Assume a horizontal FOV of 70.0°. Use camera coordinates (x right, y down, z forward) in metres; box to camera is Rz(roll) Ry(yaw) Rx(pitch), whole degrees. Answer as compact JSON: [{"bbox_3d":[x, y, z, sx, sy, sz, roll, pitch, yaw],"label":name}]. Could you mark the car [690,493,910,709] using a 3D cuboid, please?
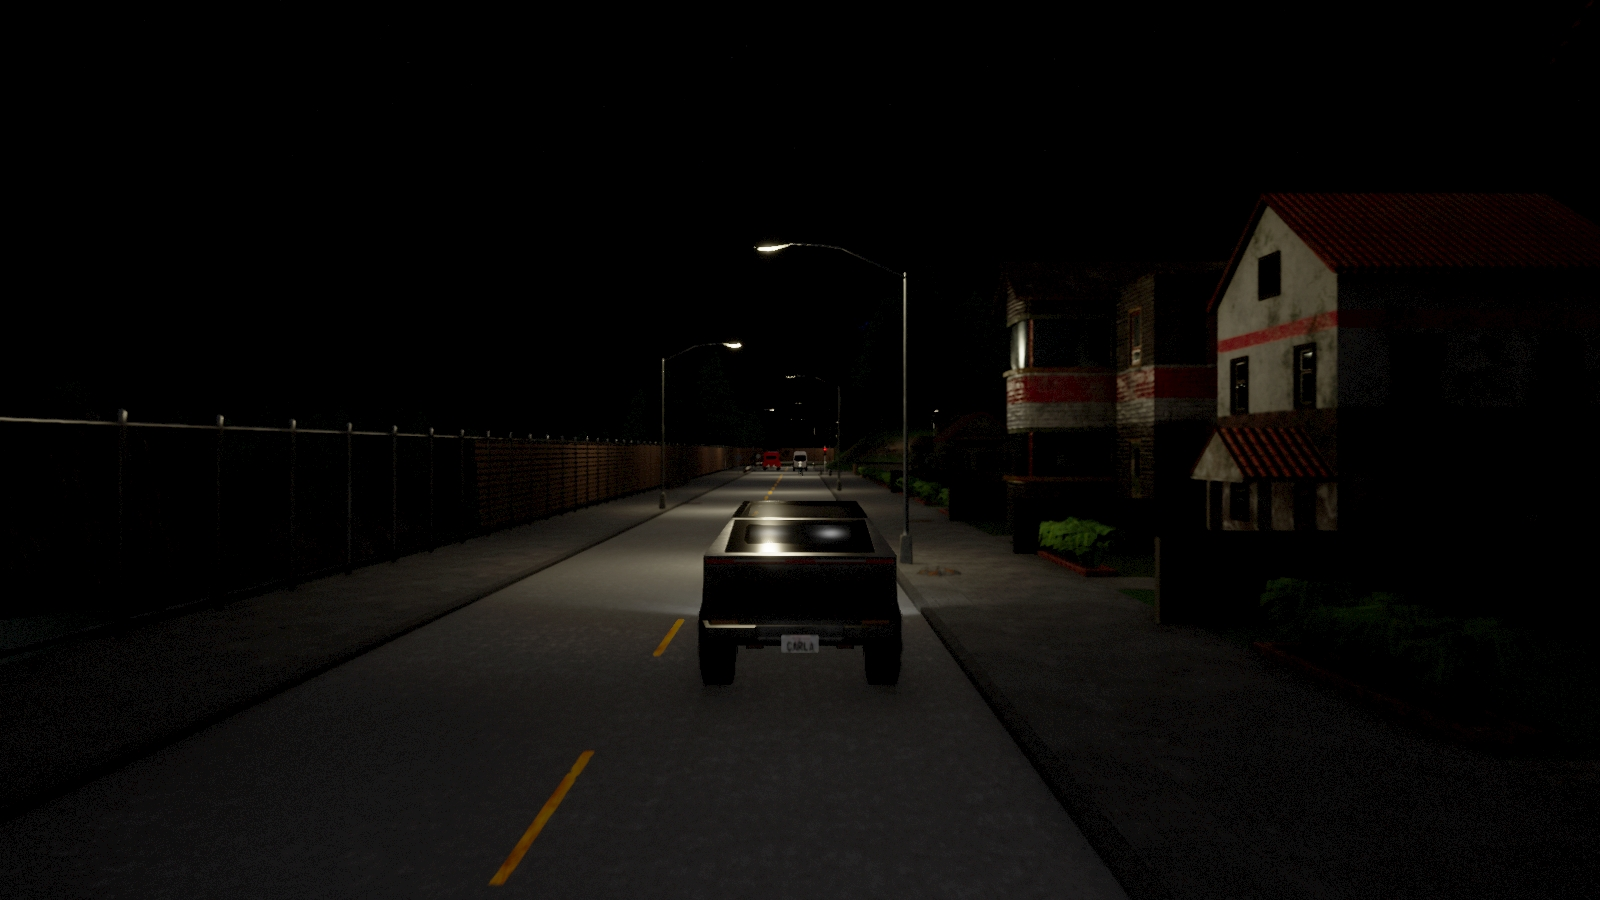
[{"bbox_3d":[0.001,1.753,15.515,2.390,2.098,6.274,0,0,0],"label":"car"}]
